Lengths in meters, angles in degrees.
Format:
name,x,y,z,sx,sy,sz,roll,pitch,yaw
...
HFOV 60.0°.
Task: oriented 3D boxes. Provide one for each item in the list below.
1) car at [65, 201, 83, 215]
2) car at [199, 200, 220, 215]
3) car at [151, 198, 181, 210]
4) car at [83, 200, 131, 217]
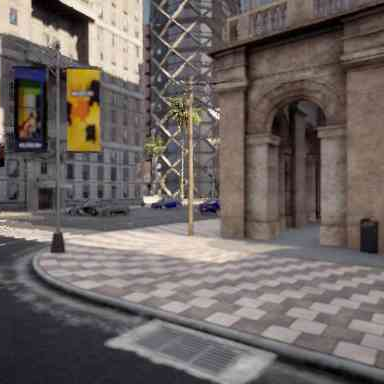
name,x,y,z,sx,sy,sz,roll,pitch,yaw
car,-10.760,1.566,34.520,2.128,1.511,4.902,0,0,35
car,2.645,1.525,34.951,1.882,1.535,5.008,0,0,35
car,-3.471,1.553,44.754,1.882,1.535,5.008,0,1,36
car,-7.988,1.630,32.379,1.994,1.385,4.181,0,0,35
